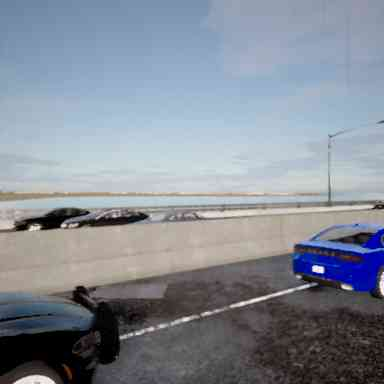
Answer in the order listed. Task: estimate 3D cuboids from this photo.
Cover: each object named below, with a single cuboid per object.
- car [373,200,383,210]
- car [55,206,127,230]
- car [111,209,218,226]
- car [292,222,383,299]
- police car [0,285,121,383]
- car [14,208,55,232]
[{"bbox_3d":[26.183,1.797,44.633,4.181,1.385,1.994,0,0,-35],"label":"car"},{"bbox_3d":[-4.492,1.628,18.085,4.902,1.511,2.128,0,0,-36],"label":"car"},{"bbox_3d":[-0.912,1.664,16.377,5.357,1.411,2.033,0,0,-36],"label":"car"},{"bbox_3d":[4.725,1.529,8.673,5.008,1.535,1.882,0,0,-36],"label":"car"},{"bbox_3d":[-3.219,1.454,2.808,5.238,1.638,1.930,0,0,-37],"label":"police car"},{"bbox_3d":[-7.867,1.635,19.946,5.008,1.535,1.882,0,0,-36],"label":"car"}]
